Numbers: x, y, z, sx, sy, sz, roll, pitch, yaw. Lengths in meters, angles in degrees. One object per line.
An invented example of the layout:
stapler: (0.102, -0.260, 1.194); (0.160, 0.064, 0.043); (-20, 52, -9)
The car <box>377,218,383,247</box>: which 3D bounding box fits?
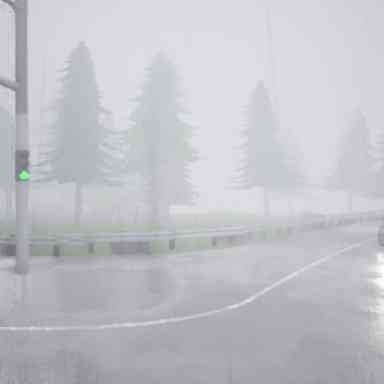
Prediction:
car: (9.455, 1.490, 14.212); (2.128, 1.511, 4.902); (-1, 0, 44)
